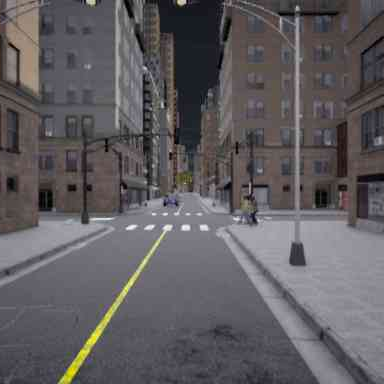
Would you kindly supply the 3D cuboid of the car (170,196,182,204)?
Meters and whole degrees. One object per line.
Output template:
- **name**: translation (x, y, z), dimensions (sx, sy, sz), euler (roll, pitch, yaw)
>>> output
- **car**: translation (-3.071, 1.494, 65.738), dimensions (2.033, 1.411, 5.357), euler (0, 0, 1)

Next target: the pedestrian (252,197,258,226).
- **pedestrian**: translation (3.722, 1.118, 19.828), dimensions (0.375, 1.860, 0.375), euler (0, 0, 0)

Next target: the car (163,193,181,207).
- **car**: translation (-3.124, 1.178, 49.738), dimensions (2.150, 2.045, 5.566), euler (0, 0, 0)

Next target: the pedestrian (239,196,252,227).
- **pedestrian**: translation (3.089, 1.119, 19.262), dimensions (0.375, 1.860, 0.375), euler (0, 0, 0)

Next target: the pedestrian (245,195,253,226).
- **pedestrian**: translation (3.503, 1.118, 20.462), dimensions (0.375, 1.860, 0.375), euler (0, 0, 0)
